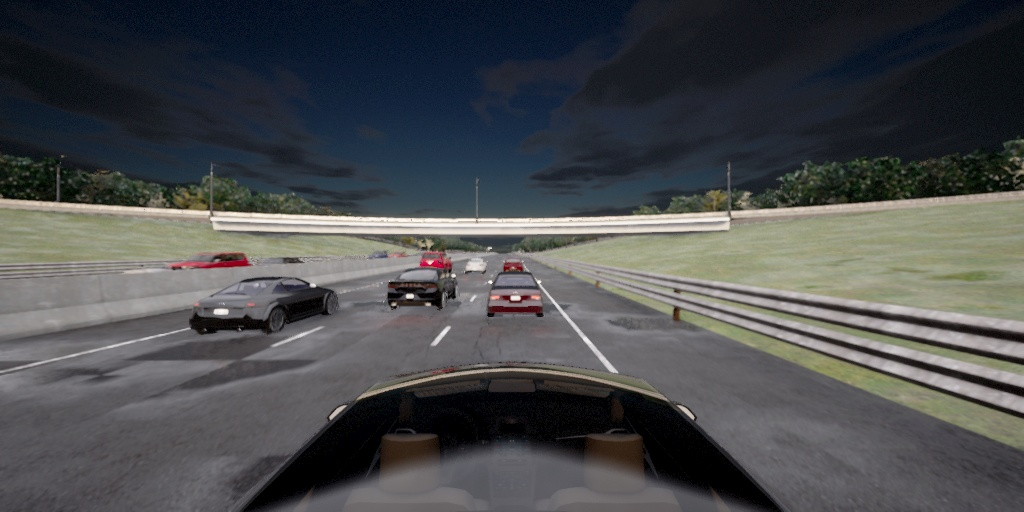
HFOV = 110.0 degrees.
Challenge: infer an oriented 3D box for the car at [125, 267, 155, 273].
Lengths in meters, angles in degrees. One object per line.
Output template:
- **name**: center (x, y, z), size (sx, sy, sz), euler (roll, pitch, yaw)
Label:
- **car**: center (-24.589, 1.131, 25.695), size (1.895, 1.301, 4.718), euler (0, 1, 0)

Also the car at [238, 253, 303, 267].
- **car**: center (-17.588, 0.868, 26.863), size (2.097, 1.767, 4.553), euler (0, 1, 0)

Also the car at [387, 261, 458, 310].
- **car**: center (-3.397, 1.161, 14.410), size (1.882, 1.535, 5.008), euler (0, 1, 0)

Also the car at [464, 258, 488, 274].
- **car**: center (-3.388, 0.938, 34.661), size (1.812, 1.442, 4.674), euler (0, 1, 0)

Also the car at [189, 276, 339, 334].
- **car**: center (-6.897, 1.282, 10.511), size (1.994, 1.385, 4.181), euler (0, 0, 0)

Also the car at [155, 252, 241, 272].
- **car**: center (-21.090, 0.760, 25.185), size (2.150, 2.045, 5.566), euler (0, 1, 0)

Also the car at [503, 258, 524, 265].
- **car**: center (0.111, 0.886, 35.041), size (1.882, 1.535, 5.008), euler (0, 1, 0)

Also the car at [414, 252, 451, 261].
- **car**: center (-6.890, 0.659, 32.778), size (2.150, 2.045, 5.566), euler (0, 1, 0)

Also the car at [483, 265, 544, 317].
- **car**: center (0.103, 1.246, 12.984), size (2.033, 1.411, 5.357), euler (0, 1, 0)
